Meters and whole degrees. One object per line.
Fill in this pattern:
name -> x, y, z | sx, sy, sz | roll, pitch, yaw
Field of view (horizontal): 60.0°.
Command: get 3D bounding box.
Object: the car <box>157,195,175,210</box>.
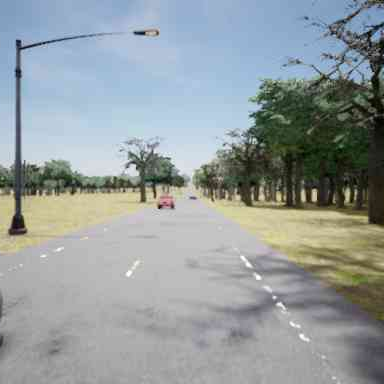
car -> -3.572, 1.364, 46.503 | 2.150, 2.045, 5.566 | 0, -1, 0

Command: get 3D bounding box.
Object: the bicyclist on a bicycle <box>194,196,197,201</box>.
bicyclist on a bicycle -> 0.958, 1.835, 87.480 | 0.582, 1.620, 1.656 | 0, -1, 0

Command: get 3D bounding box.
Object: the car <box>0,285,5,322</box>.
car -> -3.601, 1.530, 3.009 | 1.812, 1.442, 4.674 | 0, 0, 0
